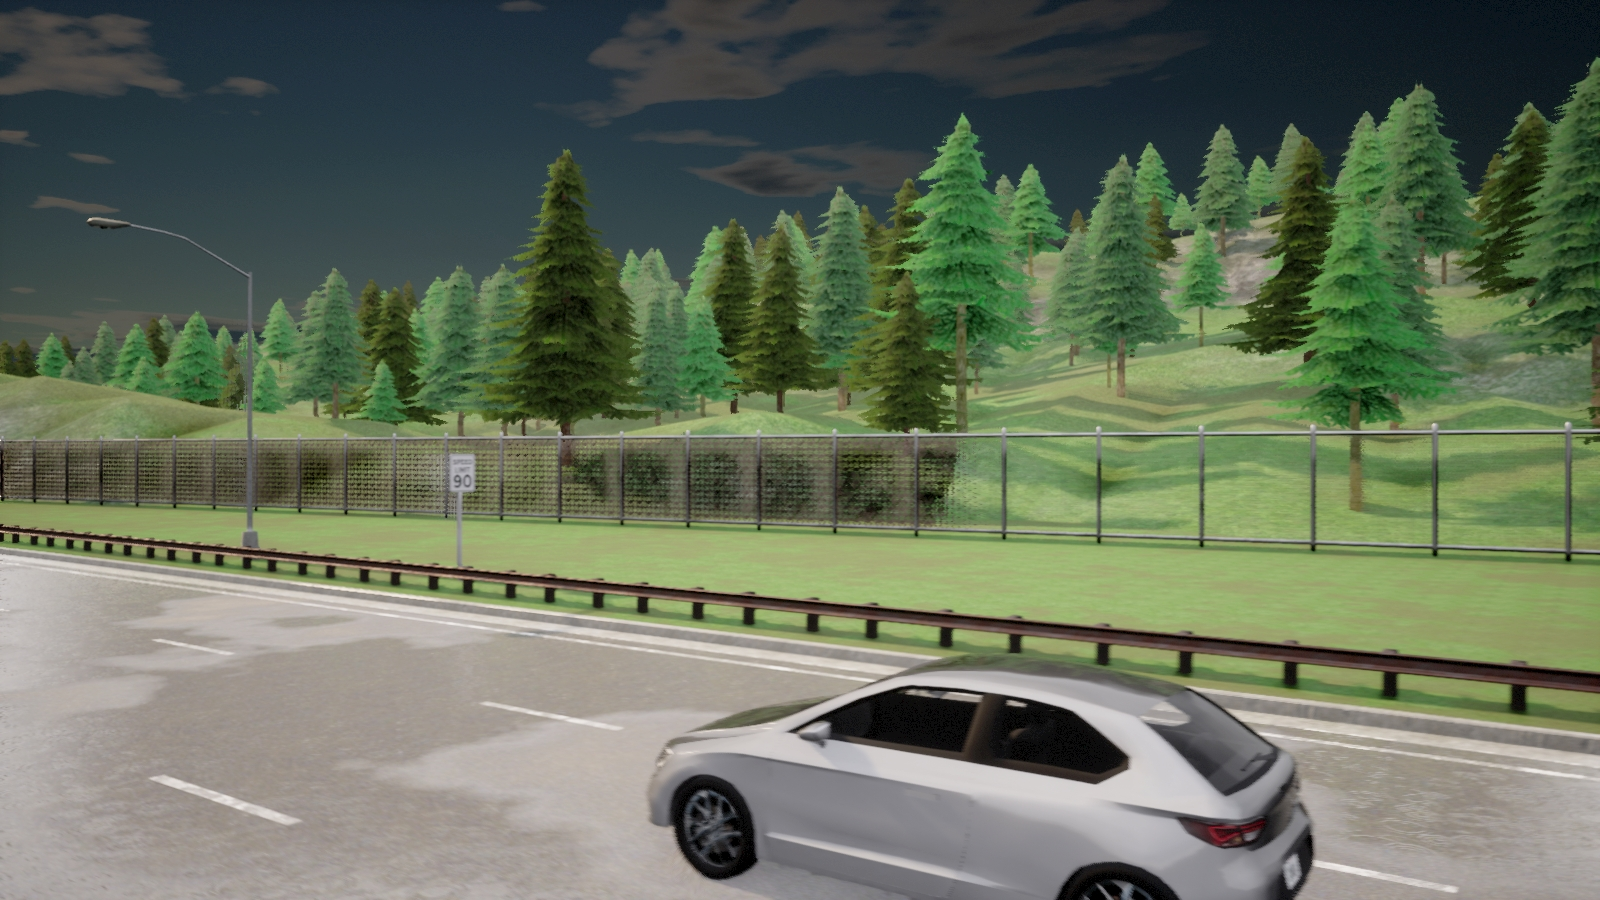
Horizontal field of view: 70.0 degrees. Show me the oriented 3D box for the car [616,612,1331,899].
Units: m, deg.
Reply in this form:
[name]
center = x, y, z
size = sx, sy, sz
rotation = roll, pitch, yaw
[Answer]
[car]
center = 0.977, 2.064, 7.376
size = 4.193, 1.474, 1.816
rotation = 0, 0, 35
